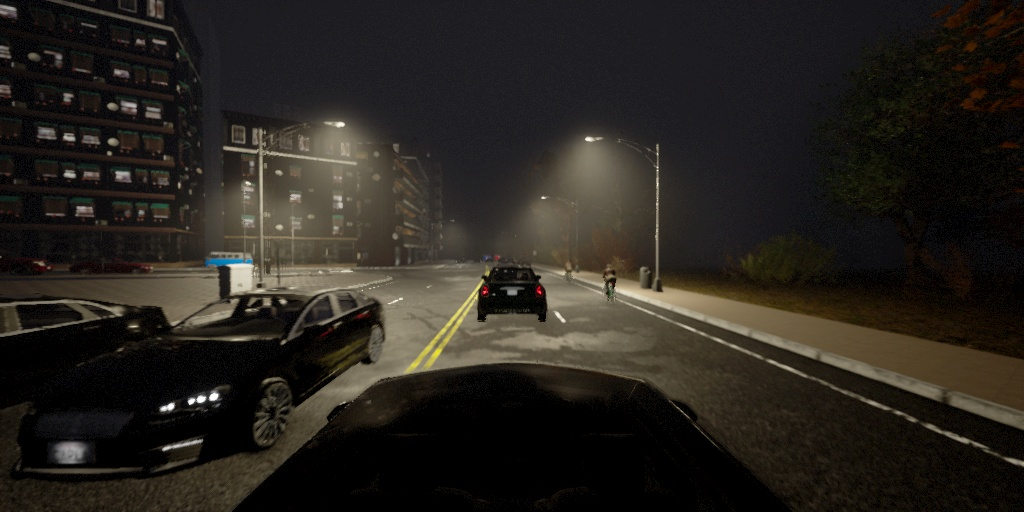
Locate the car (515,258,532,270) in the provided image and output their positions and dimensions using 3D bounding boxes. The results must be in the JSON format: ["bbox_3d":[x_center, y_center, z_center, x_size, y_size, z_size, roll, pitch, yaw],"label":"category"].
[{"bbox_3d":[1.530,1.045,50.669,1.882,1.535,5.008,0,0,-4],"label":"car"}]

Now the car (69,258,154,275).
[{"bbox_3d":[-29.137,0.800,26.247,4.207,1.307,1.802,0,0,-32],"label":"car"}]

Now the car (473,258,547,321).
[{"bbox_3d":[-0.023,1.066,12.462,2.097,1.767,4.553,0,0,-1],"label":"car"}]

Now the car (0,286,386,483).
[{"bbox_3d":[-3.377,1.233,5.185,2.128,1.511,4.902,0,0,0],"label":"car"}]

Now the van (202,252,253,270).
[{"bbox_3d":[-28.647,0.545,36.391,3.998,1.789,1.690,0,0,-32],"label":"van"}]

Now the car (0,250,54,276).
[{"bbox_3d":[-33.933,0.460,23.294,5.009,1.841,2.192,0,0,-32],"label":"car"}]

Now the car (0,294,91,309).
[{"bbox_3d":[-6.620,1.240,3.957,2.128,1.511,4.902,0,0,0],"label":"car"}]

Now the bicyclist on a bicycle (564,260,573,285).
[{"bbox_3d":[3.746,1.122,23.756,0.582,1.620,1.656,0,0,-2],"label":"bicyclist on a bicycle"}]

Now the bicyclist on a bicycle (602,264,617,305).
[{"bbox_3d":[3.987,1.155,14.671,0.582,1.620,1.656,0,0,-1],"label":"bicyclist on a bicycle"}]
